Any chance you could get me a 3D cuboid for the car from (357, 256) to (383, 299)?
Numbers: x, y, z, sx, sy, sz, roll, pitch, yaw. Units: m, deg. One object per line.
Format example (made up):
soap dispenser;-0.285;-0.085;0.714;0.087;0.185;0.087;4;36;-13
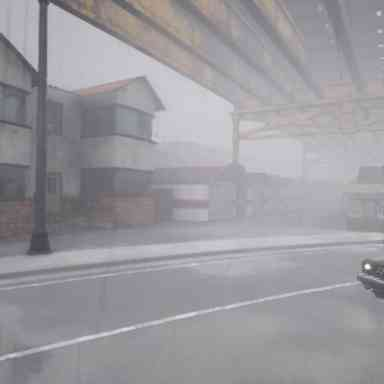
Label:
car;5.753;1.597;6.848;4.718;1.301;1.895;0;0;-24
